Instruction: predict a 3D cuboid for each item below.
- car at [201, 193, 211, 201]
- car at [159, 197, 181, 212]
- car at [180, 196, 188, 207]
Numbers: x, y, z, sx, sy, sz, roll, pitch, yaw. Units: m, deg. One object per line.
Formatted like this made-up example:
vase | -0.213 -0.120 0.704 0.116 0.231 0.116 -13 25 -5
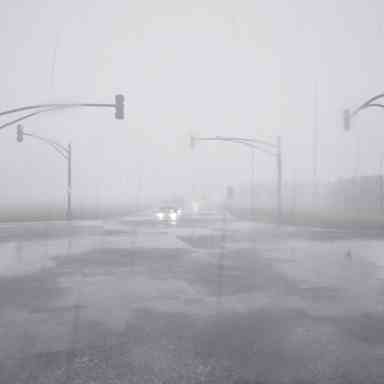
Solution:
car | 3.427 1.191 79.156 2.150 2.045 5.566 0 0 5
car | -2.701 1.599 39.588 1.895 1.301 4.718 0 0 3
car | -2.207 1.485 49.653 2.128 1.511 4.902 0 0 3
